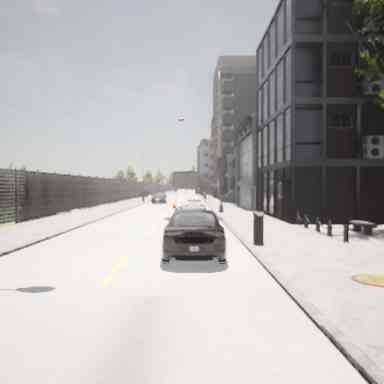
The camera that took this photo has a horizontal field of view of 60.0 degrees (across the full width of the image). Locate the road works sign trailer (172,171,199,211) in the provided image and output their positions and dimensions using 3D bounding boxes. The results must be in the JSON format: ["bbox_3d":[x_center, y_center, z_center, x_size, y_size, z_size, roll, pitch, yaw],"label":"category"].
[{"bbox_3d":[-0.570,-0.016,29.116,2.380,3.560,2.880,0,1,-15],"label":"road works sign trailer"}]

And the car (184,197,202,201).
[{"bbox_3d":[0.100,1.118,25.576,1.812,1.442,4.674,-1,0,-2],"label":"car"}]

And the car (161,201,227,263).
[{"bbox_3d":[0.049,1.291,11.224,1.882,1.535,5.008,0,1,0],"label":"car"}]

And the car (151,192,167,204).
[{"bbox_3d":[-4.294,0.766,43.996,2.128,1.511,4.902,0,1,0],"label":"car"}]
